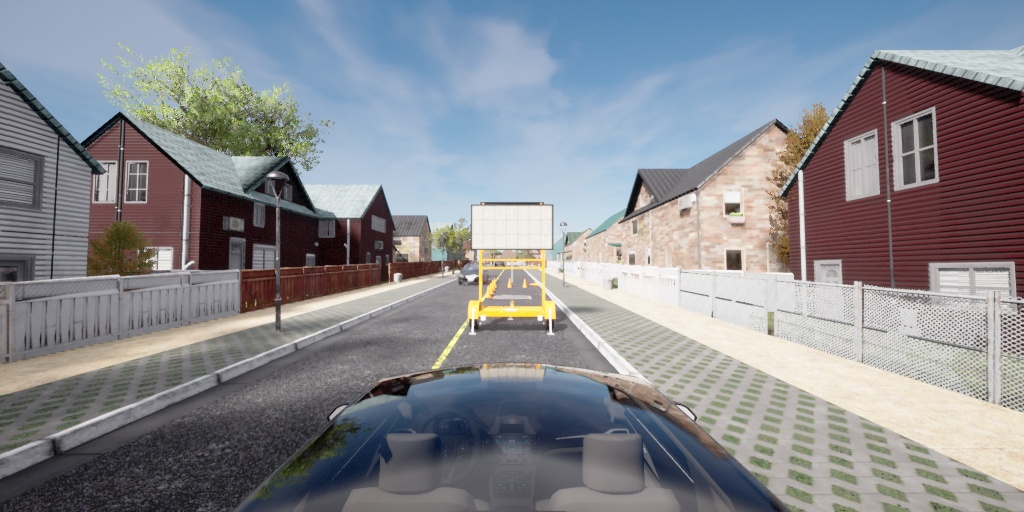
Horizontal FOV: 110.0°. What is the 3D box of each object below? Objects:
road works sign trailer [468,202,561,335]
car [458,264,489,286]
[{"bbox_3d":[0.005,0.227,10.558,2.380,3.560,2.880,0,0,1],"label":"road works sign trailer"},{"bbox_3d":[-2.727,1.307,26.074,2.128,1.511,4.902,0,0,0],"label":"car"}]
